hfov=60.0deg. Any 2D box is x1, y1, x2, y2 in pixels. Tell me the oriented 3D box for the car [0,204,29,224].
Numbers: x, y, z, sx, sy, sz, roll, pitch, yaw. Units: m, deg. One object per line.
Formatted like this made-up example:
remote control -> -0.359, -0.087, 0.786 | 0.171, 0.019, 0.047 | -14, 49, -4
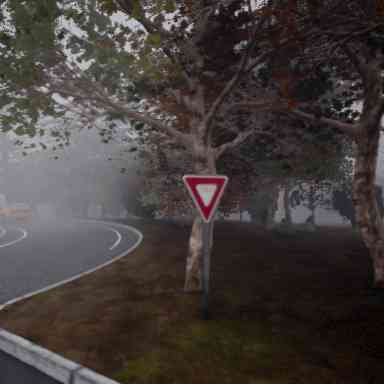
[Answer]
car -> -16.224, 1.811, 28.381 | 5.008, 1.535, 1.882 | -1, -1, 25
